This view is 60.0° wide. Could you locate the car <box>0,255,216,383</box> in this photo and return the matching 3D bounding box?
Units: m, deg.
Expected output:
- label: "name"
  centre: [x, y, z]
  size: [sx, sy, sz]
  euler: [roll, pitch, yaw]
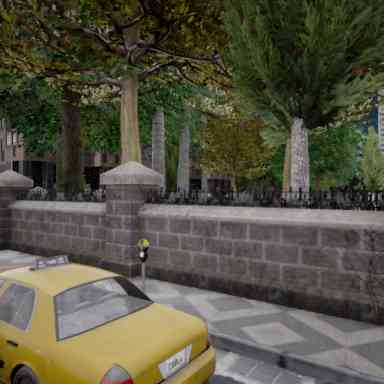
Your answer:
- label: "car"
  centre: [-2.027, 1.525, 4.404]
  size: [4.829, 1.417, 1.752]
  euler: [0, 0, 35]
